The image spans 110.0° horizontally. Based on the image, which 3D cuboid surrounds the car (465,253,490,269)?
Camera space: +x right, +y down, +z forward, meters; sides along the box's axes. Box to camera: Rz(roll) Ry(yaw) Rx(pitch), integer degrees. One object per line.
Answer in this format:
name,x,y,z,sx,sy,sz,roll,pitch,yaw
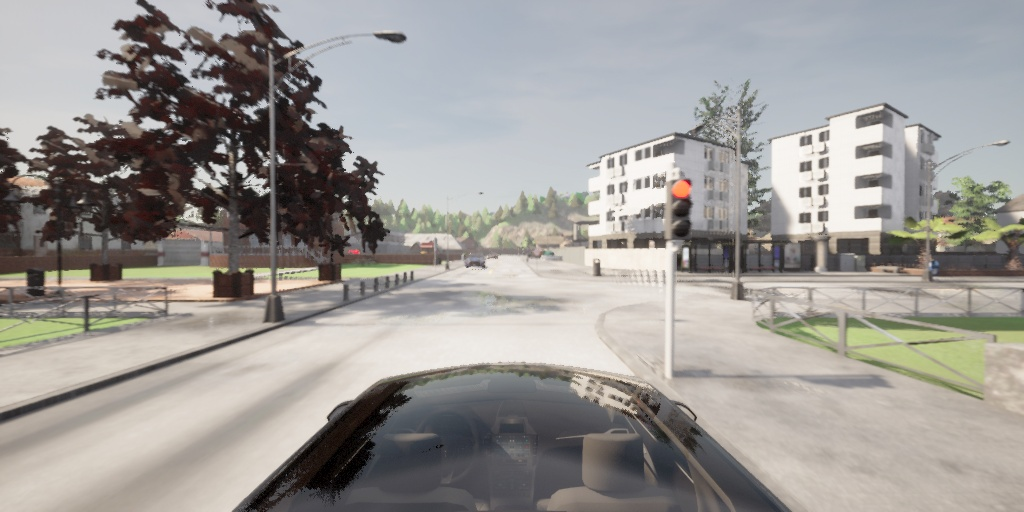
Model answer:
car,-3.999,0.452,40.288,2.097,1.767,4.553,0,0,0
